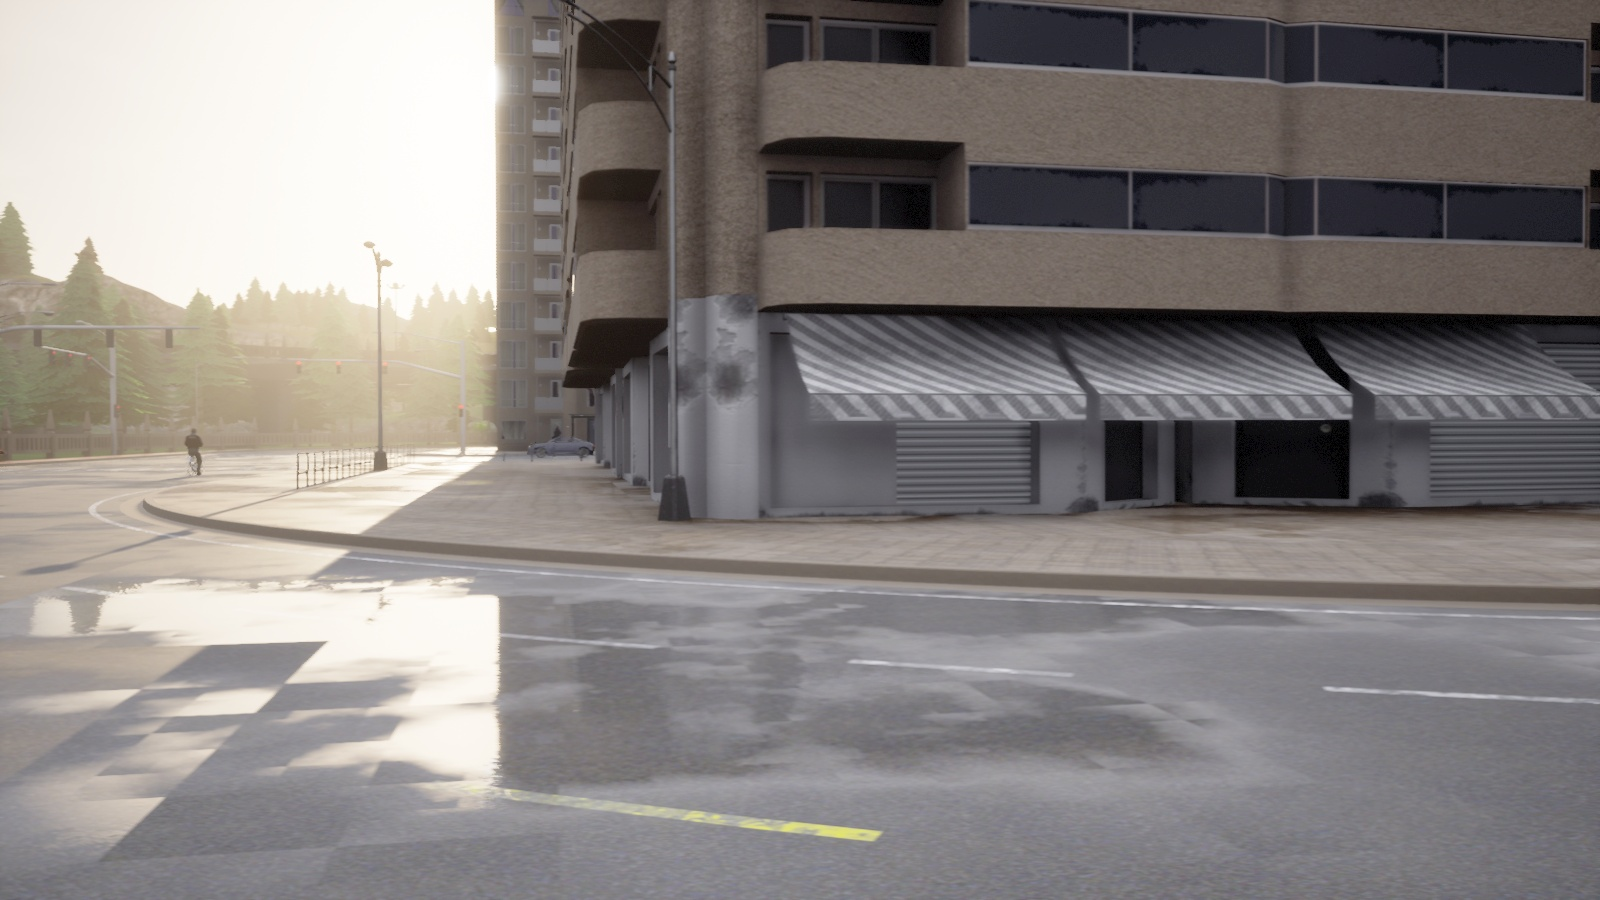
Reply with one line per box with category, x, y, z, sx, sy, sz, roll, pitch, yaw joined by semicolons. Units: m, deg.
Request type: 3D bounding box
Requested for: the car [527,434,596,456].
car;-15.036;-0.309;79.164;4.181;1.385;1.994;0;1;-12
